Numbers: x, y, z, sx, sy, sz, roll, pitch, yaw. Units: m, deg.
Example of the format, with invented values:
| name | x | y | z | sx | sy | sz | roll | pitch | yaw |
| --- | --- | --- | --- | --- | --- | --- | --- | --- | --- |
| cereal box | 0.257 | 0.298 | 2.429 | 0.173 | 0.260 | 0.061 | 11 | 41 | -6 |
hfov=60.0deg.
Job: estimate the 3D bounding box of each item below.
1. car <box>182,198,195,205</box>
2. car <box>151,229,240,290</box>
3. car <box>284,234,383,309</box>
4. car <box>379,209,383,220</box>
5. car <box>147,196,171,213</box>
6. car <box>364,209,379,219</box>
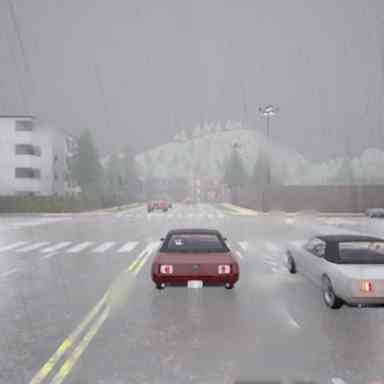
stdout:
| name | x | y | z | sx | sy | sz | roll | pitch | yaw |
| --- | --- | --- | --- | --- | --- | --- | --- | --- | --- |
| car | -0.763 | 1.900 | 68.323 | 1.882 | 1.535 | 5.008 | 0 | 0 | -14 |
| car | 0.048 | 1.661 | 9.196 | 1.895 | 1.301 | 4.718 | 0 | 0 | -1 |
| car | 3.618 | 1.653 | 7.894 | 1.895 | 1.301 | 4.718 | 0 | 0 | 2 |
| car | 17.827 | 1.771 | 26.166 | 4.718 | 1.301 | 1.895 | 0 | 0 | 0 |
| car | -4.234 | 1.475 | 41.688 | 2.150 | 2.045 | 5.566 | 0 | 0 | 0 |
| car | 18.102 | 1.794 | 29.665 | 4.718 | 1.301 | 1.895 | 0 | 0 | 0 |
